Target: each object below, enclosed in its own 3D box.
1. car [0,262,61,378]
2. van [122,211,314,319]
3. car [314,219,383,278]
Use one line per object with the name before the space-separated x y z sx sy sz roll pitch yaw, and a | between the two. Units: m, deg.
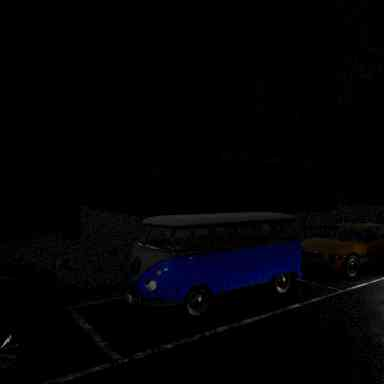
car | -3.834 1.566 3.916 4.313 1.339 1.947 0 0 -36
van | 0.592 1.341 7.075 3.998 1.788 1.690 0 0 -36
car | 4.880 1.526 10.135 4.829 1.417 1.752 0 0 -36
